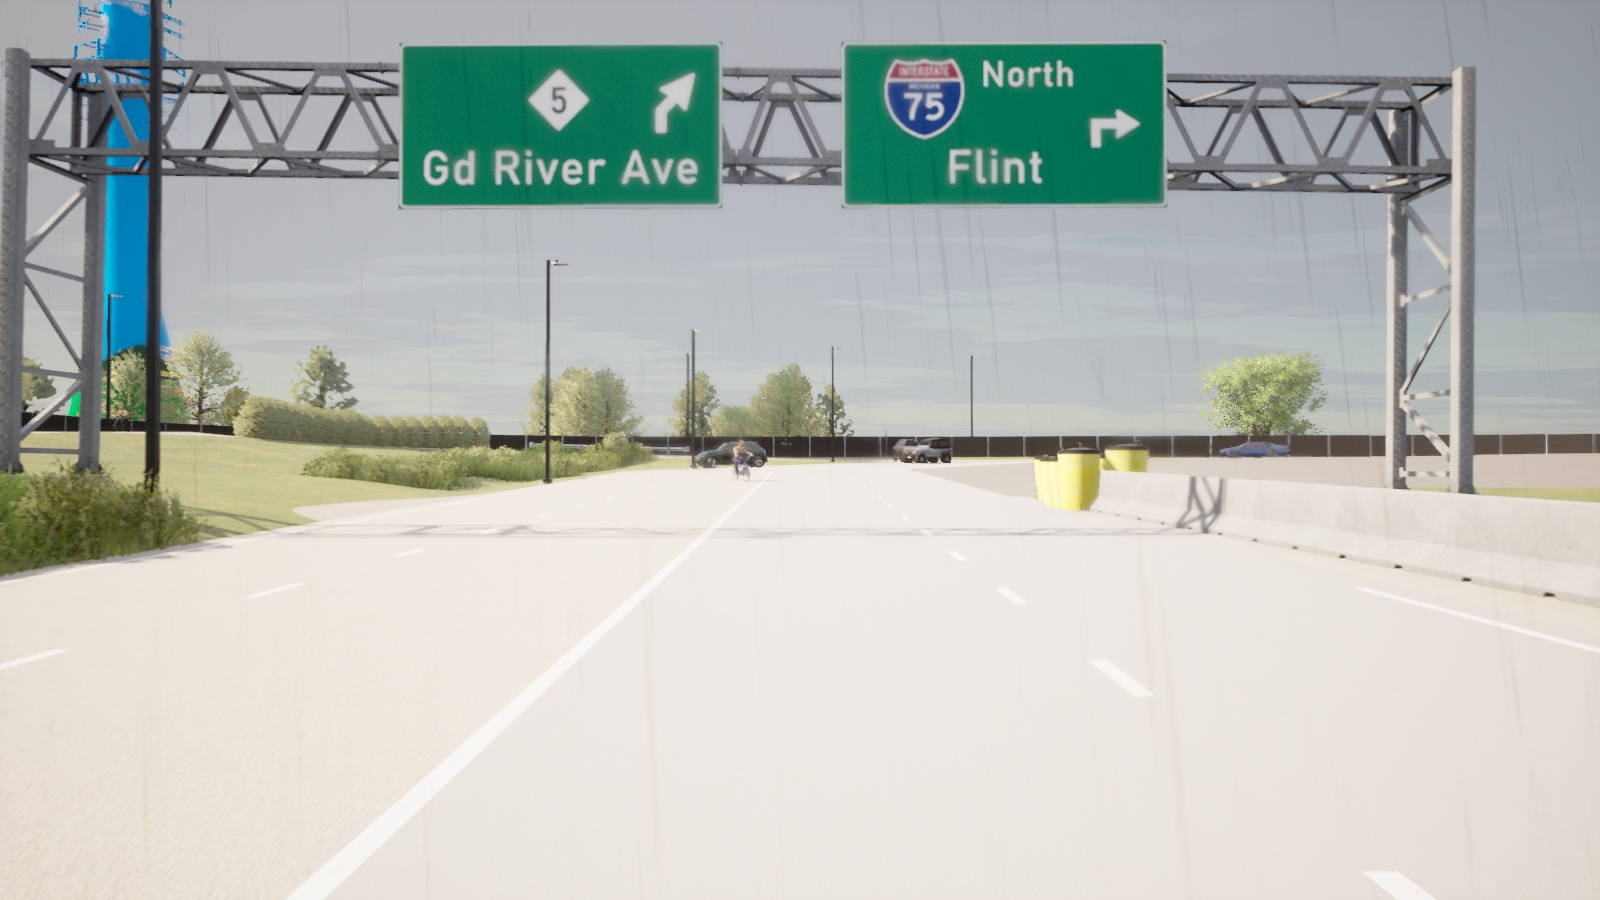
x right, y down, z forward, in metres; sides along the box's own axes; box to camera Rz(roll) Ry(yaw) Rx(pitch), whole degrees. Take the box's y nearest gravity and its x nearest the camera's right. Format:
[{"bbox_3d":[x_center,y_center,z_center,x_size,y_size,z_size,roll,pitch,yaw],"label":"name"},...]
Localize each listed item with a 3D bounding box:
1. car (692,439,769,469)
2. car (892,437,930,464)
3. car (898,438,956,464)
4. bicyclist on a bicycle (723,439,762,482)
[{"bbox_3d":[-4.439,0.268,80.292,4.553,1.767,2.097,-1,0,-15],"label":"car"},{"bbox_3d":[8.511,0.036,96.722,1.932,1.855,4.605,2,1,-7],"label":"car"},{"bbox_3d":[9.329,0.074,91.978,3.866,1.878,1.905,-1,0,-31],"label":"car"},{"bbox_3d":[-2.215,0.405,48.094,0.866,1.612,1.509,1,0,-29],"label":"bicyclist on a bicycle"}]
